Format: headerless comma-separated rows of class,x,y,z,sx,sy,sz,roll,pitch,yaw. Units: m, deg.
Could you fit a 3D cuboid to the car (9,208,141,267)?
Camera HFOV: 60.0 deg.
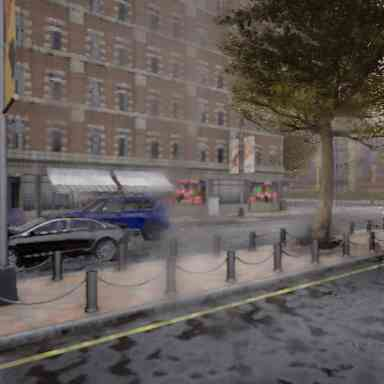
car,-4.408,1.488,10.603,4.902,1.511,2.128,0,0,-35

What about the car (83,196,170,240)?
car,-3.671,1.213,15.380,5.566,2.045,2.150,0,0,-35
